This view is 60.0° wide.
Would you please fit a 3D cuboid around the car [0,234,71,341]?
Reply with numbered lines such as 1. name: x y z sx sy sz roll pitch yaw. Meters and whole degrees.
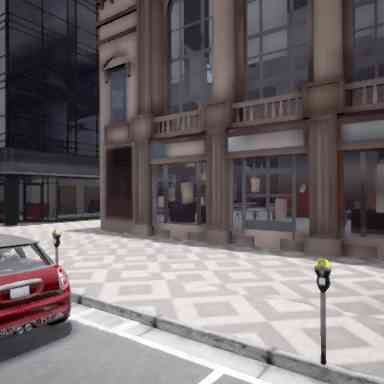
1. car: -4.007 1.438 5.826 4.097 1.590 1.967 0 0 36
